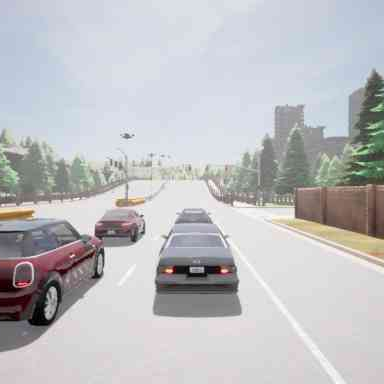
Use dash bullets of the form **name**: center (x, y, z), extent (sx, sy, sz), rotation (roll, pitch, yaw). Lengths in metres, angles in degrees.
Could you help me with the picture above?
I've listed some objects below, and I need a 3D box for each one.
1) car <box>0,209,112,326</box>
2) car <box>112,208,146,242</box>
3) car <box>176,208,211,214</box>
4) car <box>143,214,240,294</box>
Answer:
- **car**: center (-3.403, 1.352, 7.222), extent (2.097, 1.767, 4.553), rotation (0, 0, 0)
- **car**: center (-3.408, 1.526, 16.216), extent (1.812, 1.442, 4.674), rotation (0, 0, -1)
- **car**: center (0.096, 1.564, 18.168), extent (1.994, 1.385, 4.181), rotation (0, 0, 0)
- **car**: center (0.097, 1.547, 8.927), extent (2.033, 1.411, 5.357), rotation (0, 0, 0)
